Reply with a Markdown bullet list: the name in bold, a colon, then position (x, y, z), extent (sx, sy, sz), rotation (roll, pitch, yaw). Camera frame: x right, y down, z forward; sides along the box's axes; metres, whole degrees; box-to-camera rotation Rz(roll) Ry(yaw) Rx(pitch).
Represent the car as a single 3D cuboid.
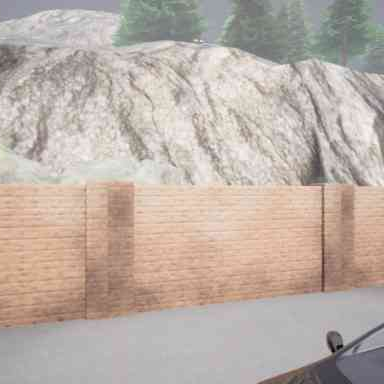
- **car**: position (2.100, 1.492, 1.946), extent (4.902, 1.511, 2.128), rotation (0, 0, -19)
